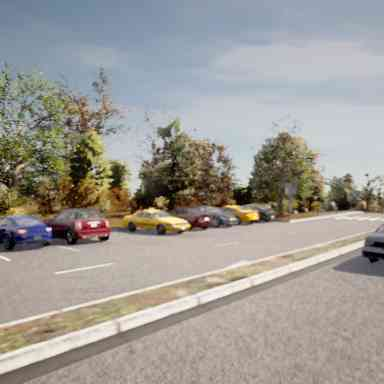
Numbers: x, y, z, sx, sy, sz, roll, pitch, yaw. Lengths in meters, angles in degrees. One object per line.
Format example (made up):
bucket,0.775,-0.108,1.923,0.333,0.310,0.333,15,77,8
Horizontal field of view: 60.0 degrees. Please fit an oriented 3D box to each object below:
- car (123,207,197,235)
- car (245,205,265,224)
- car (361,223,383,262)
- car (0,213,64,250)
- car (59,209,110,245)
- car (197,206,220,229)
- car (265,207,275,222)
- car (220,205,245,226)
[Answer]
car,-2.444,1.847,21.801,5.366,1.575,1.946,-1,-1,44
car,3.164,1.877,27.874,5.008,1.535,2.097,-1,-1,44
car,7.724,1.670,11.797,2.033,1.411,5.357,-1,-1,44
car,-8.313,1.836,15.979,4.674,1.452,2.002,-1,-1,44
car,-6.376,1.695,17.949,4.553,1.767,2.185,-1,-1,44
car,-0.682,1.895,23.936,4.792,1.488,2.163,-1,-1,44
car,5.077,1.881,29.857,4.892,1.521,2.231,-1,-1,44
car,1.244,1.872,25.901,4.892,1.521,2.231,-1,-1,44
